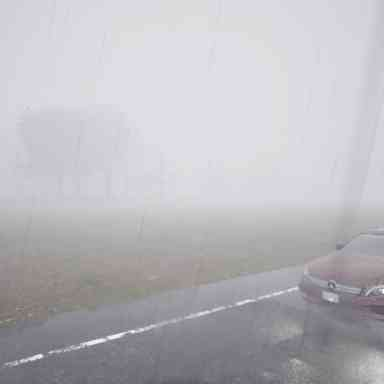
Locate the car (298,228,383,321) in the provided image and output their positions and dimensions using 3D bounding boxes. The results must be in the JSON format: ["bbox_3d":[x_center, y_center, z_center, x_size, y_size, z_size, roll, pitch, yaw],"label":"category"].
[{"bbox_3d":[4.251,1.526,7.008,4.674,1.442,1.812,0,0,-35],"label":"car"}]
